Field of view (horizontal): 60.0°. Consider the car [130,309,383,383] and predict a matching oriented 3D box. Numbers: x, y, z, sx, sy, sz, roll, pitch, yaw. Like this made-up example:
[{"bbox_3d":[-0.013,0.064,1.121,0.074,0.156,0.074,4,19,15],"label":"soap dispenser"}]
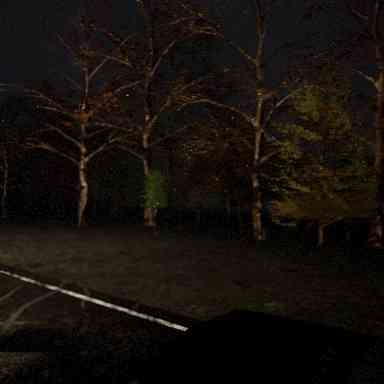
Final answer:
[{"bbox_3d":[1.771,1.658,2.302,4.718,1.301,1.895,0,-1,36],"label":"car"}]
